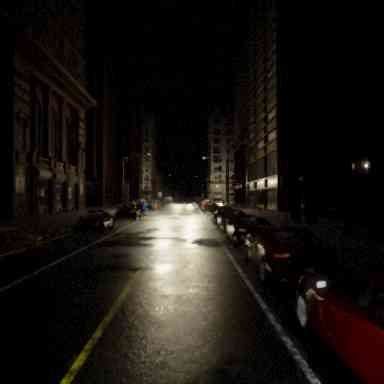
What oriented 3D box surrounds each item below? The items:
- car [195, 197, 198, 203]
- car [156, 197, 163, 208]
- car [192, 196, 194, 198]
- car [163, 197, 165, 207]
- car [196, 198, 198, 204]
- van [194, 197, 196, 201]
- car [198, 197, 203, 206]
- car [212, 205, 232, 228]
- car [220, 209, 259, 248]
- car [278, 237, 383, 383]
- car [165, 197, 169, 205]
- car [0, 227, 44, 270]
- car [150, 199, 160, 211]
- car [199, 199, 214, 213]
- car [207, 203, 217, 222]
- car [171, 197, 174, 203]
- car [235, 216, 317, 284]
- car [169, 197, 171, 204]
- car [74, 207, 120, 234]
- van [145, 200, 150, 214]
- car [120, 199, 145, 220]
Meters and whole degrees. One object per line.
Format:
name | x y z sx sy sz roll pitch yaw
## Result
car | 2.153 2.179 65.933 2.008 1.369 4.403 1 -1 0
car | -6.280 1.982 54.609 1.967 1.590 4.097 1 -1 0
car | 1.927 2.200 94.056 2.192 1.841 5.009 1 -1 0
car | -6.325 2.117 60.062 1.752 1.417 4.829 1 -1 0
car | 2.198 2.121 60.309 1.887 1.381 4.507 1 -1 0
van | 2.018 2.123 82.808 1.690 1.788 3.998 1 -1 0
car | 2.290 1.912 49.062 1.967 1.590 4.097 1 -1 0
car | 2.517 1.751 20.939 1.887 1.381 4.507 1 -1 0
car | 2.563 1.695 15.315 1.887 1.381 4.507 1 -1 0
car | 2.654 1.582 4.067 1.887 1.381 4.507 1 -1 0
car | -6.370 1.960 65.858 2.192 1.841 5.009 1 -1 0
car | -5.916 1.635 9.446 1.752 1.417 4.829 1 -1 0
car | -6.236 2.055 48.984 1.947 1.339 4.313 1 -1 0
car | 2.335 1.964 43.437 1.887 1.381 4.507 1 -1 0
car | 2.471 1.826 26.564 1.947 1.339 4.313 1 -1 0
car | -6.555 2.433 88.351 1.802 1.307 4.206 1 -1 0
car | 2.608 1.639 9.690 1.887 1.381 4.507 1 -1 0
car | -6.462 2.188 77.105 1.967 1.590 4.097 1 -1 0
car | -6.008 1.805 20.864 1.802 1.307 4.206 1 -1 0
van | -6.143 1.725 37.738 1.690 1.788 3.998 1 -1 0
car | -6.098 1.771 32.113 1.967 1.590 4.097 1 -1 0
